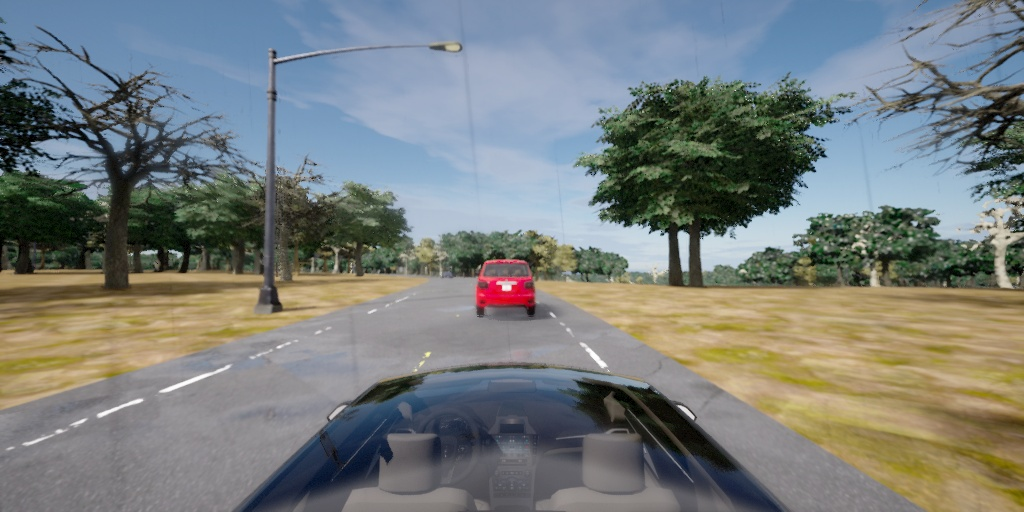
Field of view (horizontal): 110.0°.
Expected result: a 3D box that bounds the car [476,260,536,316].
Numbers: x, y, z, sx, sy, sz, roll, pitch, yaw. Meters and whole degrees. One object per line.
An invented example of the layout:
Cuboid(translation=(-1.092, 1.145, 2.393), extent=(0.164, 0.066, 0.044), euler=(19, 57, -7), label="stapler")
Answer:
Cuboid(translation=(-0.302, 1.191, 14.597), extent=(2.150, 2.045, 5.566), euler=(0, -1, -3), label="car")
